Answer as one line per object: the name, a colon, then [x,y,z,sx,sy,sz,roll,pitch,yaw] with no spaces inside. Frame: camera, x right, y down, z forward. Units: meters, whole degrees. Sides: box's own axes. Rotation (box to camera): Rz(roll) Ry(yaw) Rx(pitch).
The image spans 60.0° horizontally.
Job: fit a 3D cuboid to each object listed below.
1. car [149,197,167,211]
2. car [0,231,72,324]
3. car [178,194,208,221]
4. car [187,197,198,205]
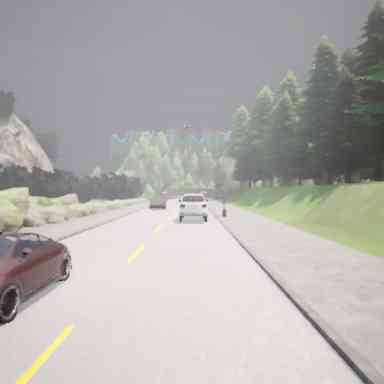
car: [-4.065,1.410,40.435,1.882,1.535,5.008,0,0,0]
car: [-4.093,1.553,6.947,1.994,1.385,4.181,0,0,0]
car: [0.103,1.175,26.546,2.150,2.045,5.566,0,0,0]
car: [0.106,1.504,57.632,1.895,1.301,4.718,0,0,0]
